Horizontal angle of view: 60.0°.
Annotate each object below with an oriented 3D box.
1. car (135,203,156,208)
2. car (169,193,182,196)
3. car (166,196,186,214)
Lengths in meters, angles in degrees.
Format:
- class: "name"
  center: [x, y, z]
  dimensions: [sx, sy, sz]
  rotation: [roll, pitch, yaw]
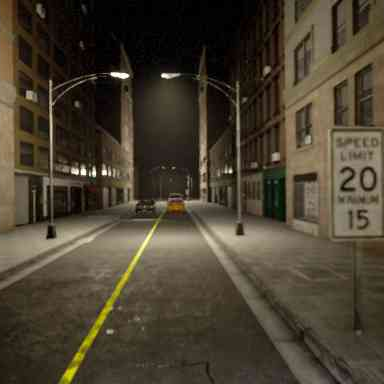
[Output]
- class: "car"
  center: [-4.307, 1.209, 31.718]
  dimensions: [2.033, 1.411, 5.357]
  rotation: [-1, 0, -3]
- class: "car"
  center: [-2.303, 1.218, 46.736]
  dimensions: [2.150, 2.045, 5.566]
  rotation: [-1, 0, -3]
- class: "car"
  center: [-1.680, 1.463, 35.326]
  dimensions: [1.882, 1.535, 5.008]
  rotation: [-1, 0, -2]
